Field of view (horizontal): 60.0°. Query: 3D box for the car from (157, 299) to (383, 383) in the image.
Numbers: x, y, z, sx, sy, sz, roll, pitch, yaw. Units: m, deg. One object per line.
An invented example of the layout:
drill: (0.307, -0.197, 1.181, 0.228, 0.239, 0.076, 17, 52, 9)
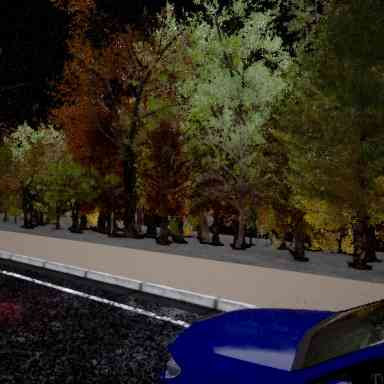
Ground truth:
car: (1.850, 1.526, 2.362, 4.674, 1.442, 1.812, 0, 0, 36)

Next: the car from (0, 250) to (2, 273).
car: (-6.723, 1.502, 8.504, 4.892, 1.490, 1.837, 0, 0, 36)
